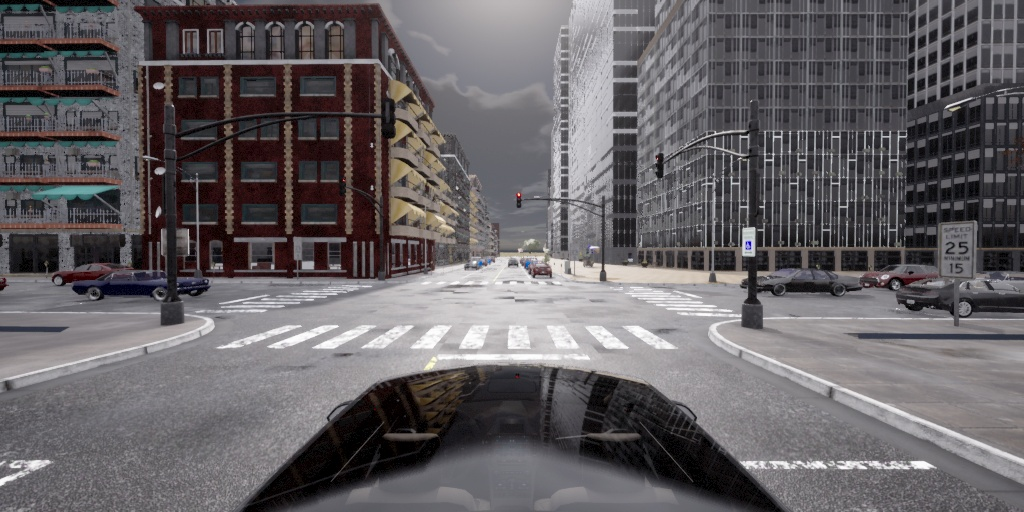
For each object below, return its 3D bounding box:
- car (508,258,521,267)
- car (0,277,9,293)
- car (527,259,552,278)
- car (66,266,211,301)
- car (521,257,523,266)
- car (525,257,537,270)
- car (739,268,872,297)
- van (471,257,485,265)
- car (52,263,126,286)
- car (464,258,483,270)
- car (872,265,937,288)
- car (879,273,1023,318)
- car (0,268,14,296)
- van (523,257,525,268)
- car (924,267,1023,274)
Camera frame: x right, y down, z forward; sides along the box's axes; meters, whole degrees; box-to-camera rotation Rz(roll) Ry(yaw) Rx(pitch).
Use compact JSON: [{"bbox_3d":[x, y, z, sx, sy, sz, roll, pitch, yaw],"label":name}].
[{"bbox_3d":[0.236,1.281,64.045,1.895,1.301,4.718,0,0,0],"label":"car"},{"bbox_3d":[-22.598,1.259,13.692,4.507,1.381,1.888,0,0,1],"label":"car"},{"bbox_3d":[2.726,1.271,33.404,1.888,1.381,4.507,0,0,0],"label":"car"},{"bbox_3d":[-16.643,1.299,16.304,4.718,1.301,1.895,0,1,1],"label":"car"},{"bbox_3d":[2.775,1.240,55.988,1.888,1.381,4.507,0,0,0],"label":"car"},{"bbox_3d":[2.738,1.159,39.049,1.967,1.591,4.097,0,0,0],"label":"car"},{"bbox_3d":[15.225,1.342,19.001,5.357,1.411,2.033,0,1,1],"label":"car"},{"bbox_3d":[-5.573,1.036,55.972,1.690,1.789,3.998,0,0,0],"label":"van"},{"bbox_3d":[-25.812,1.109,22.356,4.507,1.381,1.888,0,0,1],"label":"car"},{"bbox_3d":[-5.585,1.269,50.326,1.948,1.339,4.313,0,0,0],"label":"car"},{"bbox_3d":[23.417,1.230,21.599,4.097,1.591,1.967,0,0,1],"label":"car"},{"bbox_3d":[16.739,1.445,13.066,4.403,1.370,2.007,0,0,1],"label":"car"},{"bbox_3d":[-26.523,1.255,16.463,4.718,1.301,1.895,0,1,1],"label":"car"},{"bbox_3d":[2.763,1.044,50.341,1.690,1.789,3.998,0,0,0],"label":"van"},{"bbox_3d":[25.252,1.443,18.836,4.718,1.301,1.895,0,1,1],"label":"car"}]
